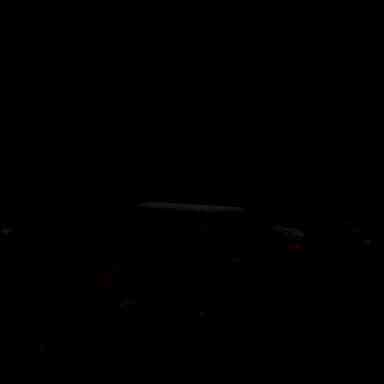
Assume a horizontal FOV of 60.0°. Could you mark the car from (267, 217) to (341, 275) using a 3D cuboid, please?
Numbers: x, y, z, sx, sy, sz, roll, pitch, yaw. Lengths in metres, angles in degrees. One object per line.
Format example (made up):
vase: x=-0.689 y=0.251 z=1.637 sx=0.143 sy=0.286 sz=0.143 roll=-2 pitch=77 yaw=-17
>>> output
car: x=2.037 y=1.605 z=10.896 sx=2.002 sy=1.452 sz=4.674 roll=1 pitch=-1 yaw=-35

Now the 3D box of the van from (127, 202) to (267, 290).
van: x=-0.290 y=1.304 z=9.383 sx=1.878 sy=1.987 sz=4.442 roll=1 pitch=-1 yaw=-35

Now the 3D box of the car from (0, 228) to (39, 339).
car: x=-4.712 y=1.224 z=6.050 sx=2.435 sy=2.045 sz=5.566 roll=0 pitch=0 yaw=-36

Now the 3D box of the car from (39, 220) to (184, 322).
car: x=-2.472 y=1.524 z=7.647 sx=2.163 sy=1.488 sz=4.792 roll=0 pitch=0 yaw=-35

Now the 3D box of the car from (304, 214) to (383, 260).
car: x=4.279 y=1.630 z=12.535 sx=2.163 sy=1.488 sz=4.792 roll=1 pitch=-1 yaw=-36

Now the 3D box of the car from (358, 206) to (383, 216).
car: x=8.819 y=1.671 z=15.730 sx=2.097 sy=1.535 sz=5.008 roll=1 pitch=-1 yaw=-35

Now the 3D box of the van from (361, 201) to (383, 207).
van: x=11.146 y=1.481 z=17.253 sx=1.878 sy=1.987 sz=4.442 roll=1 pitch=-1 yaw=-36
